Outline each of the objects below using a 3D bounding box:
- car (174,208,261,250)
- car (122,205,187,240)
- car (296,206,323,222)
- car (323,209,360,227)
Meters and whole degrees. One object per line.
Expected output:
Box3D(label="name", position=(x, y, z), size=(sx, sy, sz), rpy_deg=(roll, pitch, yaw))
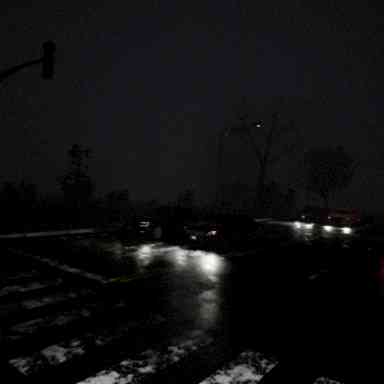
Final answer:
Box3D(label="car", position=(1.519, 1.624, 15.109), size=(1.812, 1.442, 4.674), rpy_deg=(3, 0, 38))
Box3D(label="car", position=(-1.232, 1.417, 16.857), size=(1.882, 1.535, 5.008), rpy_deg=(3, 0, 38))
Box3D(label="car", position=(12.238, 2.214, 33.854), size=(2.128, 1.511, 4.902), rpy_deg=(3, 0, 39))
Box3D(label="car", position=(14.305, 2.319, 31.240), size=(1.882, 1.535, 5.008), rpy_deg=(3, 0, 39))
